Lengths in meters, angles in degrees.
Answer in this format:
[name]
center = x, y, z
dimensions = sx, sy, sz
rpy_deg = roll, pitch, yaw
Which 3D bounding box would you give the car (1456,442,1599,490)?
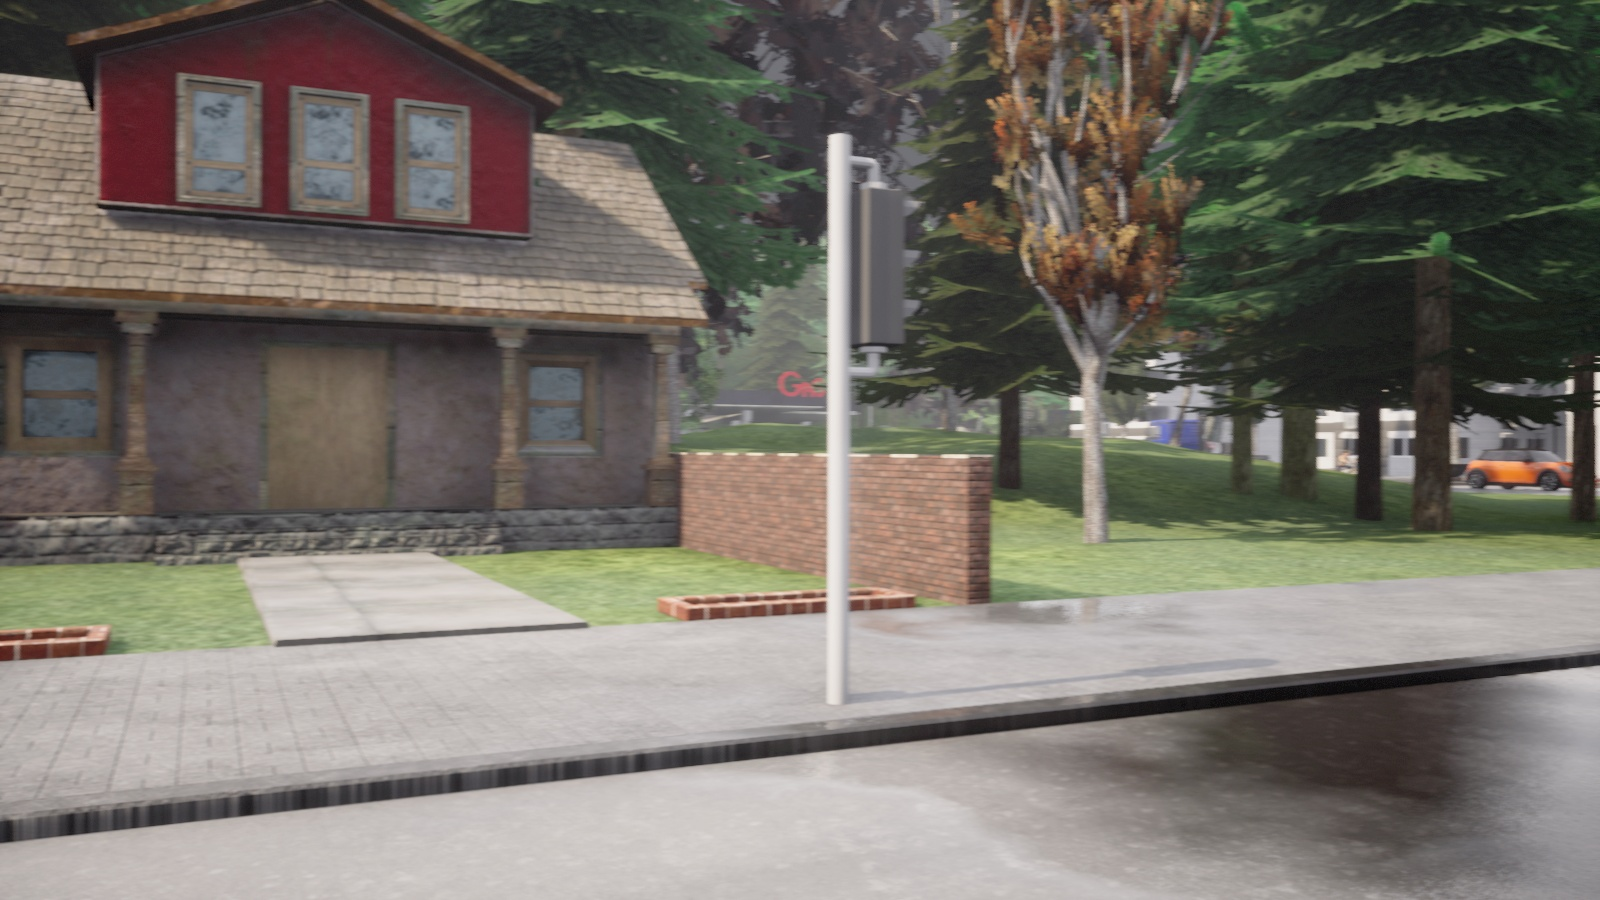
[car]
center = 28.403, 0.602, 49.103
dimensions = 2.097, 1.767, 4.553
rpy_deg = 0, 0, -25

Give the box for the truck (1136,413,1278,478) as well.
[truck]
center = 22.666, -0.223, 70.437
dimensions = 2.891, 3.462, 7.936
rpy_deg = 0, 0, -25
